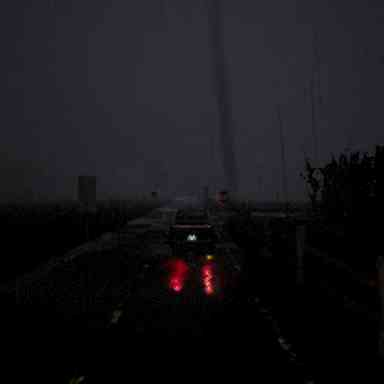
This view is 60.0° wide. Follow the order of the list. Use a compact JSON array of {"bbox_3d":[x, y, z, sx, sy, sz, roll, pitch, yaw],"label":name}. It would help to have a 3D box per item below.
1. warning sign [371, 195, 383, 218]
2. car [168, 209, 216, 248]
[{"bbox_3d":[15.867,1.202,27.821,1.060,1.860,1.300,0,1,0],"label":"warning sign"},{"bbox_3d":[0.000,1.487,14.651,2.128,1.511,4.902,0,0,0],"label":"car"}]
